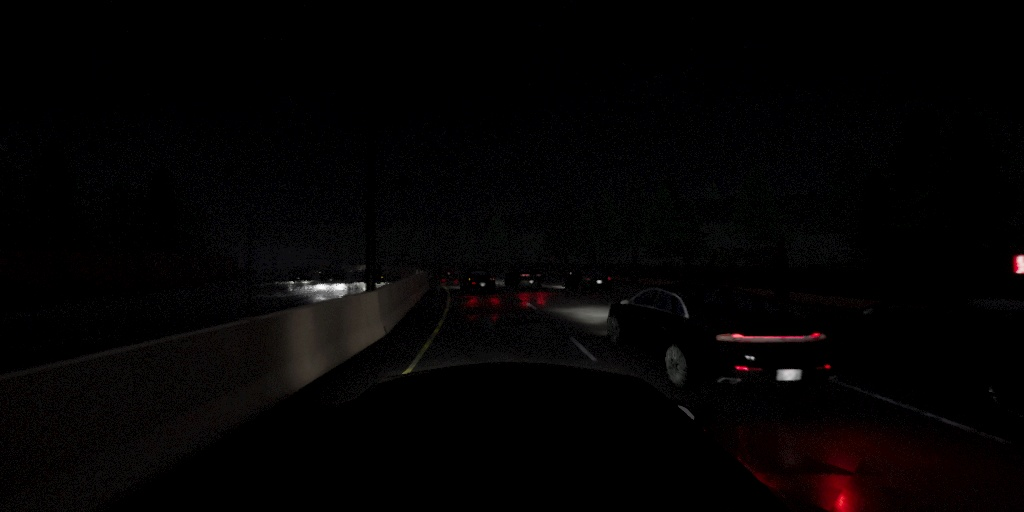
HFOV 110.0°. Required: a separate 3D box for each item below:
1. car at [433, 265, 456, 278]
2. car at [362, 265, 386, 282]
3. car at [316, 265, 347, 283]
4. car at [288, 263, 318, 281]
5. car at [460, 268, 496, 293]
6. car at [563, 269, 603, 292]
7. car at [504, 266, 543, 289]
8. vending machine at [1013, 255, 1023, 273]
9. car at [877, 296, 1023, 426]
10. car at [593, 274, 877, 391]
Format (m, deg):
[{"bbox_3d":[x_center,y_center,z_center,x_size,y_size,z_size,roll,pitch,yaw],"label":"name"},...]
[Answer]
[{"bbox_3d":[-7.649,1.704,40.313,1.812,1.442,4.674,0,-1,-24],"label":"car"},{"bbox_3d":[-13.292,1.658,34.615,1.837,1.490,4.892,0,-1,-21],"label":"car"},{"bbox_3d":[-16.398,1.756,33.057,1.895,1.301,4.718,0,-1,-20],"label":"car"},{"bbox_3d":[-21.941,1.779,37.458,2.033,1.411,5.357,0,-1,-24],"label":"car"},{"bbox_3d":[-2.257,1.502,23.050,1.812,1.442,4.674,0,-1,-14],"label":"car"},{"bbox_3d":[4.739,1.496,22.952,1.994,1.385,4.181,0,-1,-11],"label":"car"},{"bbox_3d":[0.694,1.469,25.158,2.128,1.511,4.902,0,-1,-13],"label":"car"},{"bbox_3d":[14.616,0.938,9.612,1.100,2.100,0.880,0,0,-4],"label":"vending machine"},{"bbox_3d":[6.843,1.313,5.653,1.994,1.385,4.181,0,-1,-2],"label":"car"},{"bbox_3d":[3.308,1.273,6.834,2.128,1.511,4.902,0,-1,-2],"label":"car"}]
